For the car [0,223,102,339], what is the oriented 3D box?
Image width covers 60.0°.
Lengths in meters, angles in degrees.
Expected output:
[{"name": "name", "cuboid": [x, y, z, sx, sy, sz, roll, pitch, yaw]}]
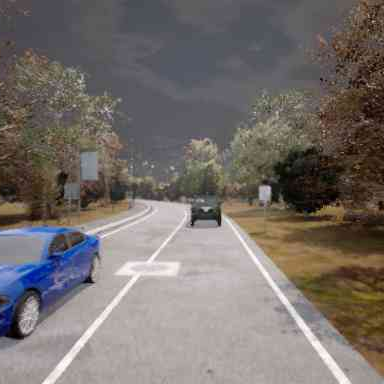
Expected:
[{"name": "car", "cuboid": [-3.378, 1.490, 6.825, 1.882, 1.535, 5.008, 0, 0, 3]}]

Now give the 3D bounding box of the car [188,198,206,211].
[{"name": "car", "cuboid": [0.633, 1.600, 43.597, 1.882, 1.535, 5.008, 1, 0, -5]}]

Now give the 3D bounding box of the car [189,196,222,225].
[{"name": "car", "cuboid": [1.033, 1.283, 24.555, 2.150, 2.045, 5.566, 0, 0, 2]}]
